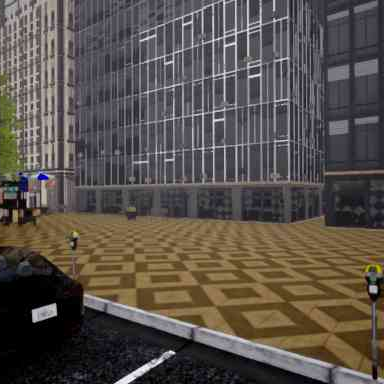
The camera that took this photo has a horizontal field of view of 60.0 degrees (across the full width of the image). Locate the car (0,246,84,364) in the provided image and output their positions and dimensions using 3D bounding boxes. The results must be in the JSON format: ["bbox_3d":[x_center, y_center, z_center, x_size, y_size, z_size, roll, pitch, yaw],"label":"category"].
[{"bbox_3d":[-3.557,1.566,5.423,4.313,1.339,1.947,0,0,36],"label":"car"}]
